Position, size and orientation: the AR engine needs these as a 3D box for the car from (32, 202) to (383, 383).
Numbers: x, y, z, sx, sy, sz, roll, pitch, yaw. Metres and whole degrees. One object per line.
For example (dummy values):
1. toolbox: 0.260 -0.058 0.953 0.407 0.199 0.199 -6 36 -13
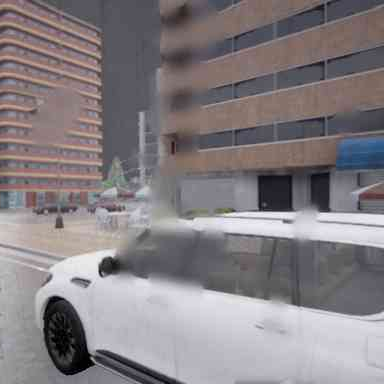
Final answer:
1. car: 0.412 1.237 3.865 5.566 2.045 2.150 0 0 38

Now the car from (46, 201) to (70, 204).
1. car: -15.548 1.793 37.779 1.837 1.490 4.892 0 0 40
